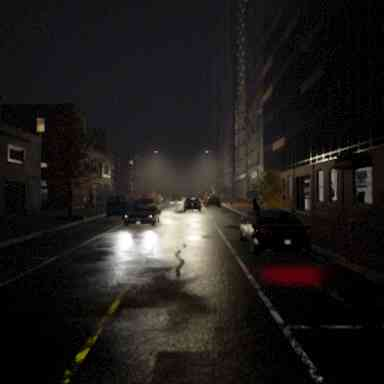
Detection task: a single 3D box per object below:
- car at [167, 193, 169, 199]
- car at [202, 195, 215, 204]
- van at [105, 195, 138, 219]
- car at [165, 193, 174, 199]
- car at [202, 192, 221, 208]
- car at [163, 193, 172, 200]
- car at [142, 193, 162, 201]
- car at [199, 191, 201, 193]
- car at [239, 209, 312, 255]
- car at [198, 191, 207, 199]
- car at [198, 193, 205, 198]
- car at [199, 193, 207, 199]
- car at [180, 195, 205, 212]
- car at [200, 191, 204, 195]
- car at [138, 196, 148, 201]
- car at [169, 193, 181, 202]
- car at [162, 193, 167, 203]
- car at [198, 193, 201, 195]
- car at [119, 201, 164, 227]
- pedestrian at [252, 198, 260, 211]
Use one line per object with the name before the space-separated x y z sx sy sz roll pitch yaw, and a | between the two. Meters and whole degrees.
car | -5.673 1.155 60.377 1.887 1.381 4.507 1 0 0
car | 2.706 1.212 54.677 1.947 1.339 4.313 1 0 0
van | -5.673 1.169 26.513 1.690 1.788 3.998 1 0 0
car | -5.671 1.034 82.953 1.947 1.339 4.313 1 0 0
car | 2.707 1.159 43.389 1.967 1.590 4.097 1 0 0
car | -5.670 0.944 77.308 1.967 1.590 4.097 1 0 0
car | -5.671 1.033 43.445 2.192 1.841 5.009 1 0 0
car | 2.708 1.070 77.253 1.947 1.339 4.313 1 0 0
car | 3.002 1.393 12.902 1.882 1.535 5.008 0 0 0
car | 2.722 0.748 88.539 2.192 1.841 5.009 1 0 0
car | 2.694 0.949 94.184 2.008 1.369 4.403 1 0 0
car | 2.712 1.050 82.897 1.802 1.307 4.206 1 0 0
car | 0.074 1.317 35.425 2.033 1.411 5.357 0 0 1
car | 2.709 0.997 49.032 2.192 1.841 5.009 1 0 0
car | -5.676 1.373 32.159 1.802 1.307 4.206 1 0 0
car | -3.024 1.069 63.300 1.882 1.535 5.008 0 0 1
car | -5.673 1.197 54.734 2.008 1.369 4.403 1 0 0
car | 0.019 1.202 46.944 1.837 1.490 4.892 0 1 0
car | -3.099 1.461 21.413 1.895 1.301 4.718 0 0 0
pedestrian | 3.001 1.189 15.919 0.375 1.860 0.375 1 -1 0
